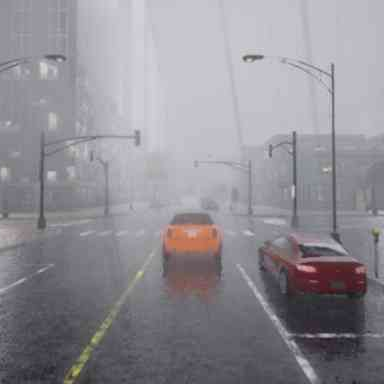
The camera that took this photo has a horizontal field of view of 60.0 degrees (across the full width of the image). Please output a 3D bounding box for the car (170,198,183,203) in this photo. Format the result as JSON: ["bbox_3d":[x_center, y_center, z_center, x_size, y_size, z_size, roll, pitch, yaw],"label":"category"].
[{"bbox_3d":[-3.012,2.050,67.658,2.097,1.767,4.553,0,-1,0],"label":"car"}]

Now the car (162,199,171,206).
[{"bbox_3d":[-5.685,2.350,74.776,1.802,1.307,4.206,1,-1,0],"label":"car"}]

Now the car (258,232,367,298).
[{"bbox_3d":[2.825,1.673,8.486,1.802,1.307,4.206,1,-1,0],"label":"car"}]

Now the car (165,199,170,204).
[{"bbox_3d":[-5.683,2.176,63.259,1.752,1.417,4.829,1,-1,0],"label":"car"}]

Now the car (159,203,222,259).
[{"bbox_3d":[0.023,1.493,13.454,2.097,1.767,4.553,0,-1,1],"label":"car"}]

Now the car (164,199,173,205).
[{"bbox_3d":[-5.685,2.391,80.450,1.947,1.339,4.313,1,-1,0],"label":"car"}]

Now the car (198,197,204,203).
[{"bbox_3d":[2.701,1.911,57.796,2.192,1.841,5.009,1,-1,0],"label":"car"}]

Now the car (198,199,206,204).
[{"bbox_3d":[2.693,2.506,91.837,1.947,1.339,4.313,1,-1,0],"label":"car"}]

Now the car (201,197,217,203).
[{"bbox_3d":[2.700,1.920,46.448,1.967,1.590,4.097,1,-1,0],"label":"car"}]

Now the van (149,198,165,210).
[{"bbox_3d":[-5.679,1.879,52.083,1.690,1.788,3.998,1,-1,0],"label":"van"}]

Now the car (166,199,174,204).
[{"bbox_3d":[-5.686,2.449,86.123,1.947,1.339,4.313,1,-1,0],"label":"car"}]

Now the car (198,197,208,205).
[{"bbox_3d":[2.699,2.141,80.492,2.192,1.841,5.009,1,-1,0],"label":"car"}]
